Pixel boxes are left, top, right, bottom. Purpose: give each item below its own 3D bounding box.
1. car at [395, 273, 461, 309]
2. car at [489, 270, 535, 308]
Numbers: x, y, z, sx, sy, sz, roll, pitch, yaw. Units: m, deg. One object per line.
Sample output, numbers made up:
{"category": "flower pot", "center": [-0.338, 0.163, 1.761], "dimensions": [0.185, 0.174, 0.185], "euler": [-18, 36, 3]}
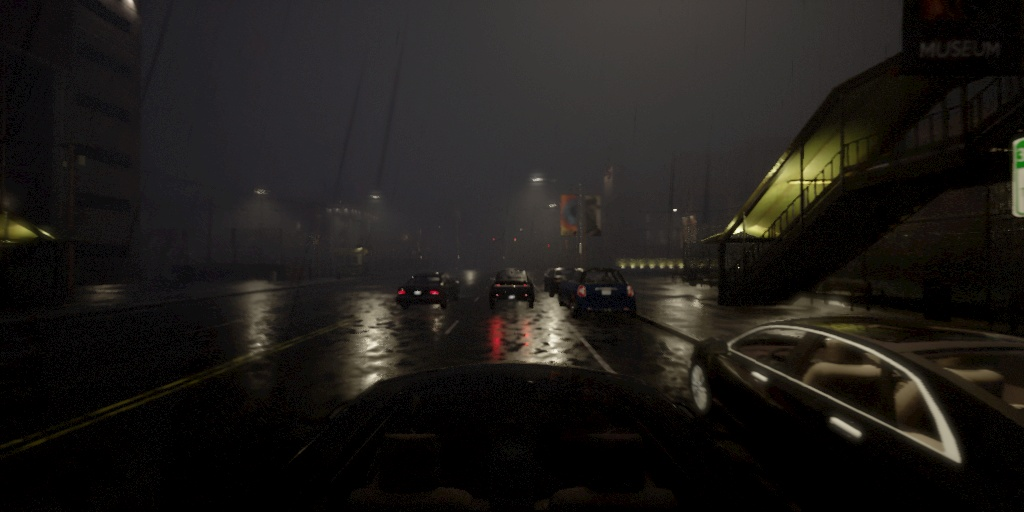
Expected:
{"category": "car", "center": [-3.506, 1.434, 15.829], "dimensions": [2.033, 1.411, 5.357], "euler": [0, -1, 0]}
{"category": "car", "center": [-0.002, 1.382, 16.143], "dimensions": [2.128, 1.511, 4.902], "euler": [0, 0, 0]}
